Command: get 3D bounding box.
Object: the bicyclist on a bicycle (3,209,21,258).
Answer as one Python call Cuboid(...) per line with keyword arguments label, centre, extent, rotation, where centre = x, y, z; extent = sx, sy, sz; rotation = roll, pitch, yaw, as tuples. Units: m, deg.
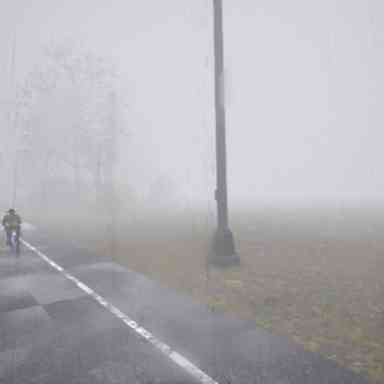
Cuboid(label="bicyclist on a bicycle", centre=(-6.140, 1.401, 11.404), extent=(0.582, 1.620, 1.656), rotation=(-2, 1, -35))
